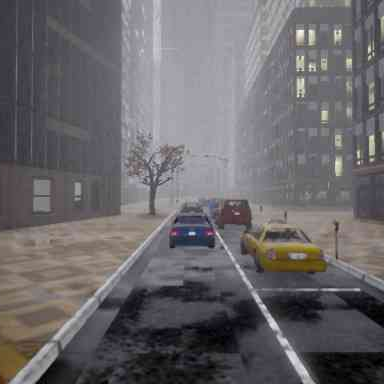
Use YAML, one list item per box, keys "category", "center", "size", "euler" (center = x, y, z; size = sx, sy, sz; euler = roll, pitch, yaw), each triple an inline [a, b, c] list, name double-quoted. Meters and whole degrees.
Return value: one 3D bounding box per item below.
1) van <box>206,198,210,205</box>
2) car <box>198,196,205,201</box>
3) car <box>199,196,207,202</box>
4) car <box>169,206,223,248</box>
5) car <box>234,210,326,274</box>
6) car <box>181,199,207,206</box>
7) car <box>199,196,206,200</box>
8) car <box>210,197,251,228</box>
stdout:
- category: "van"
  center: [2.583, 1.359, 32.506]
  size: [1.690, 1.788, 3.998]
  euler: [1, 0, 0]
- category: "car"
  center: [2.577, 1.699, 88.178]
  size: [1.802, 1.307, 4.206]
  euler: [1, 0, 0]
- category: "car"
  center: [2.577, 1.672, 77.044]
  size: [1.802, 1.307, 4.206]
  euler: [1, 0, 0]
- category: "car"
  center: [0.000, 1.568, 14.653]
  size: [2.033, 1.411, 5.357]
  euler: [0, 0, 0]
- category: "car"
  center: [2.580, 1.527, 10.406]
  size: [1.752, 1.417, 4.829]
  euler: [1, 0, 0]
- category: "car"
  center: [0.000, 1.588, 29.655]
  size: [1.994, 1.385, 4.181]
  euler: [0, 0, 0]
- category: "car"
  center: [2.579, 1.592, 54.775]
  size: [1.887, 1.381, 4.507]
  euler: [1, 0, 0]
- category: "car"
  center: [2.583, 1.323, 21.371]
  size: [2.192, 1.841, 5.009]
  euler: [1, 0, 0]
